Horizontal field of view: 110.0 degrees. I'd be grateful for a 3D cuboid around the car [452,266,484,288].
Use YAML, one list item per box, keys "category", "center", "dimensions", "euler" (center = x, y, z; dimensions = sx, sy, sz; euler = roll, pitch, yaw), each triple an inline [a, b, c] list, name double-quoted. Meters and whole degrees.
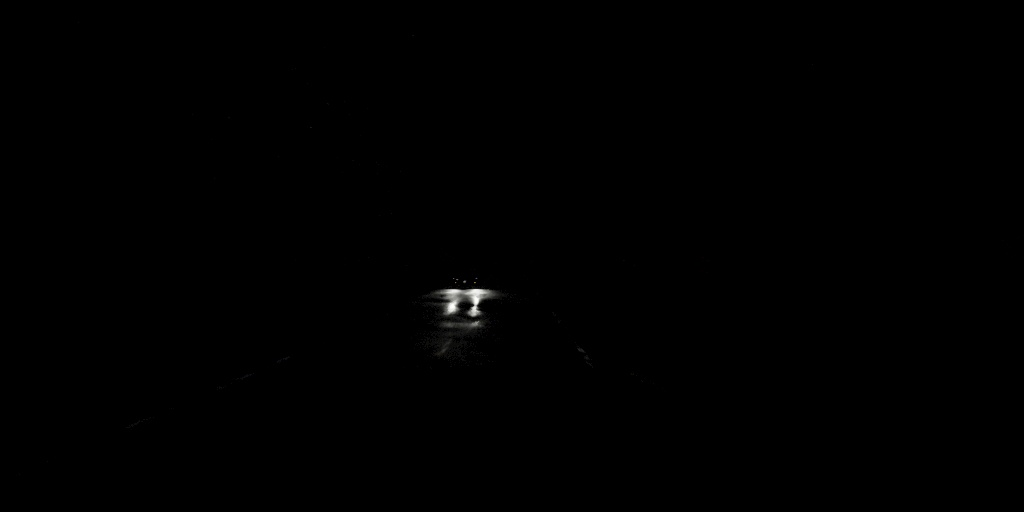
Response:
- category: "car"
  center: [-3.095, 1.472, 25.812]
  dimensions: [1.837, 1.490, 4.892]
  euler: [0, -1, 0]
